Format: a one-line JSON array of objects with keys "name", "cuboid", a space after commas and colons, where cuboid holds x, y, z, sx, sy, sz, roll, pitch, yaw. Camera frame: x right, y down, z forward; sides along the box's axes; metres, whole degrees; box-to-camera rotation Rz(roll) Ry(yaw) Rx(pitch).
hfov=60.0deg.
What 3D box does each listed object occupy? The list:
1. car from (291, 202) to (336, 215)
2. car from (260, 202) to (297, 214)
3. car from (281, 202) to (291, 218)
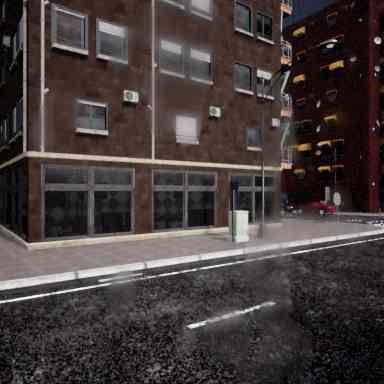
[{"name": "car", "cuboid": [13.970, 1.828, 37.607, 1.887, 1.381, 4.507, -1, 0, -36]}, {"name": "car", "cuboid": [10.853, 1.920, 41.920, 1.947, 1.339, 4.313, -1, 0, -36]}, {"name": "car", "cuboid": [7.205, 1.862, 32.719, 1.802, 1.307, 4.206, -1, 0, -36]}]
